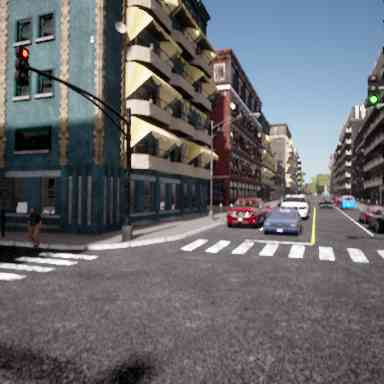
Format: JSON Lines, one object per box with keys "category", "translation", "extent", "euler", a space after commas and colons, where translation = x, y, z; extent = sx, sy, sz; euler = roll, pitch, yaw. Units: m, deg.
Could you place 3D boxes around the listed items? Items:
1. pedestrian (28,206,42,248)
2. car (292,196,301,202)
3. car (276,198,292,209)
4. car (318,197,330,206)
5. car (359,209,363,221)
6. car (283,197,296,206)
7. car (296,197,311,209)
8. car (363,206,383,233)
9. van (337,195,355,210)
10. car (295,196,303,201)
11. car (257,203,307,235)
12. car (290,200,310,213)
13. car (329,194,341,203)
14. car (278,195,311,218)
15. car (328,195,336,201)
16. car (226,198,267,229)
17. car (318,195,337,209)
{"category": "pedestrian", "translation": [-6.670, 1.453, 14.082], "extent": [0.375, 1.860, 0.375], "euler": [0, 0, 21]}
{"category": "car", "translation": [25.162, 1.619, 79.983], "extent": [1.887, 1.381, 4.507], "euler": [1, 0, 20]}
{"category": "car", "translation": [13.509, 1.620, 48.653], "extent": [1.947, 1.339, 4.313], "euler": [1, 0, 20]}
{"category": "car", "translation": [22.851, 1.623, 57.479], "extent": [1.812, 1.442, 4.674], "euler": [0, 0, 20]}
{"category": "car", "translation": [13.579, 1.678, 24.808], "extent": [1.802, 1.307, 4.206], "euler": [1, 0, 20]}
{"category": "car", "translation": [17.392, 1.627, 59.096], "extent": [1.947, 1.339, 4.313], "euler": [1, 0, 20]}
{"category": "car", "translation": [16.169, 1.577, 48.119], "extent": [1.837, 1.490, 4.892], "euler": [0, 0, 20]}
{"category": "car", "translation": [11.637, 1.659, 19.586], "extent": [1.947, 1.339, 4.313], "euler": [1, 0, 20]}
{"category": "van", "translation": [21.353, 1.450, 45.694], "extent": [1.690, 1.788, 3.998], "euler": [1, 0, 20]}
{"category": "car", "translation": [29.046, 1.664, 90.426], "extent": [1.802, 1.307, 4.206], "euler": [1, 0, 20]}
{"category": "car", "translation": [5.491, 1.602, 19.707], "extent": [2.033, 1.411, 5.357], "euler": [0, 0, 21]}
{"category": "car", "translation": [12.531, 1.630, 38.366], "extent": [1.994, 1.385, 4.181], "euler": [0, 0, 21]}
{"category": "car", "translation": [33.007, 1.443, 77.021], "extent": [2.192, 1.841, 5.009], "euler": [1, 0, 20]}
{"category": "car", "translation": [9.002, 1.282, 29.071], "extent": [2.150, 2.045, 5.566], "euler": [0, 0, 21]}
{"category": "car", "translation": [36.946, 1.661, 87.625], "extent": [1.752, 1.417, 4.829], "euler": [1, 0, 20]}
{"category": "car", "translation": [3.802, 1.354, 22.543], "extent": [2.192, 1.841, 5.009], "euler": [1, 0, 20]}
{"category": "car", "translation": [19.231, 1.583, 47.748], "extent": [2.128, 1.511, 4.902], "euler": [0, 0, 20]}
